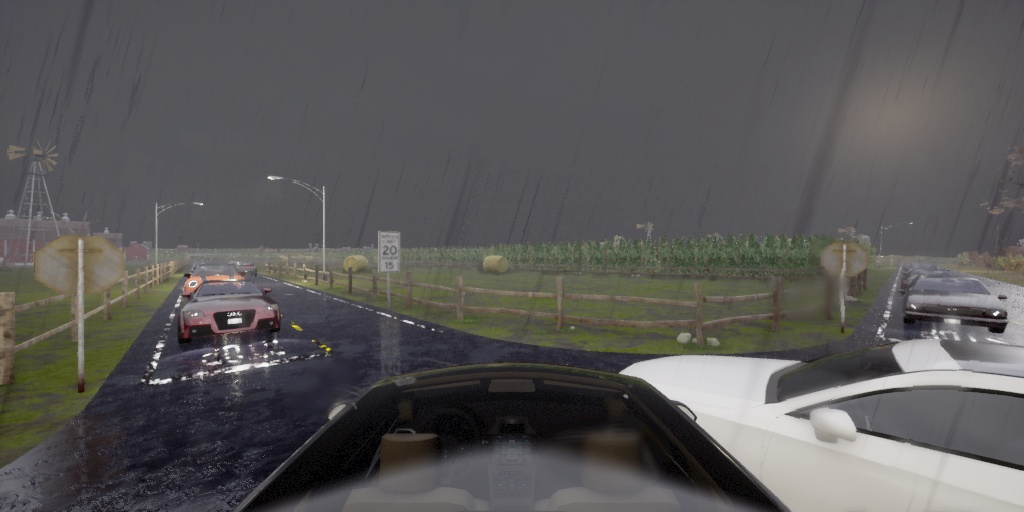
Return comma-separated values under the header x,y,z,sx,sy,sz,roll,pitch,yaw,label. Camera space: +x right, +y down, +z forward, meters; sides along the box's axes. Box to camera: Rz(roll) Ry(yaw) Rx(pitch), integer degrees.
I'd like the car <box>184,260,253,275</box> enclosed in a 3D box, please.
x,y,z,sx,sy,sz,roll,pitch,yaw,label
-13.578,1.131,16.467,2.097,1.767,4.553,0,0,-41,car

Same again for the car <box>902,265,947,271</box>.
x,y,z,sx,sy,sz,roll,pitch,yaw,label
21.417,1.364,18.343,4.181,1.385,1.994,0,1,-43,car

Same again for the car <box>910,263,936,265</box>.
x,y,z,sx,sy,sz,roll,pitch,yaw,label
31.609,1.318,27.586,4.902,1.511,2.128,0,1,-42,car

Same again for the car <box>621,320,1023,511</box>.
x,y,z,sx,sy,sz,roll,pitch,yaw,label
2.855,1.293,2.254,1.812,1.442,4.674,0,1,-43,car

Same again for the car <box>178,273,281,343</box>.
x,y,z,sx,sy,sz,roll,pitch,yaw,label
-7.858,1.350,9.934,1.994,1.385,4.181,0,0,-42,car

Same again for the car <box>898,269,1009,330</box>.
x,y,z,sx,sy,sz,roll,pitch,yaw,label
13.611,1.335,11.232,5.357,1.411,2.033,0,1,-42,car

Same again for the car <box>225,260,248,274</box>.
x,y,z,sx,sy,sz,roll,pitch,yaw,label
-33.332,1.278,43.327,1.837,1.490,4.892,0,0,-41,car

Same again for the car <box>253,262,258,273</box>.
x,y,z,sx,sy,sz,roll,pitch,yaw,label
-26.676,1.262,35.811,2.128,1.511,4.902,0,0,-41,car
